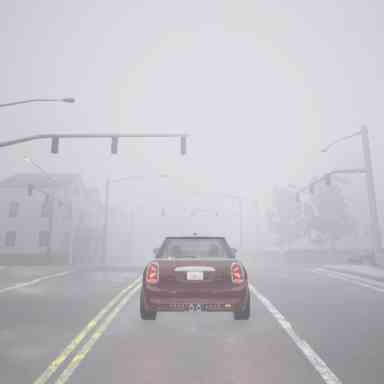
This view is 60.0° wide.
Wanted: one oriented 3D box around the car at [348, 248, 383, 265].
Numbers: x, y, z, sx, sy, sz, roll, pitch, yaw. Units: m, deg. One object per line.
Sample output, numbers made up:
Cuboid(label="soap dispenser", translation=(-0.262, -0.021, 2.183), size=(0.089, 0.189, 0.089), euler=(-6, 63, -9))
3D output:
Cuboid(label="car", translation=(16.212, 5.691, 29.057), size=(4.892, 1.490, 1.837), euler=(0, -12, 1))

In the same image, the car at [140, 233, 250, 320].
Cuboid(label="car", translation=(0.074, 1.789, 8.224), size=(2.097, 1.767, 4.553), euler=(0, -6, 0))
